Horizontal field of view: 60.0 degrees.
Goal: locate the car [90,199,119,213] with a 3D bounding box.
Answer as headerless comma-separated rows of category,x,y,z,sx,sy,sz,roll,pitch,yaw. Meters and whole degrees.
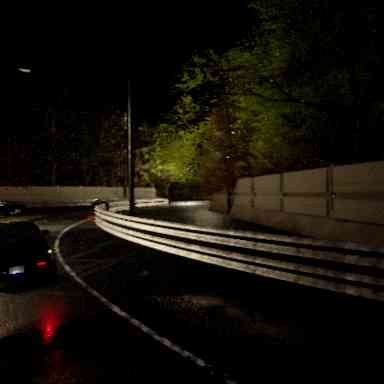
car,-9.715,1.562,37.390,2.128,1.511,4.902,-1,0,9

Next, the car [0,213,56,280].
car,-5.040,1.567,9.362,1.812,1.442,4.674,-1,0,-30

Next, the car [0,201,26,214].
car,-19.878,1.679,34.506,2.128,1.511,4.902,-1,0,44
